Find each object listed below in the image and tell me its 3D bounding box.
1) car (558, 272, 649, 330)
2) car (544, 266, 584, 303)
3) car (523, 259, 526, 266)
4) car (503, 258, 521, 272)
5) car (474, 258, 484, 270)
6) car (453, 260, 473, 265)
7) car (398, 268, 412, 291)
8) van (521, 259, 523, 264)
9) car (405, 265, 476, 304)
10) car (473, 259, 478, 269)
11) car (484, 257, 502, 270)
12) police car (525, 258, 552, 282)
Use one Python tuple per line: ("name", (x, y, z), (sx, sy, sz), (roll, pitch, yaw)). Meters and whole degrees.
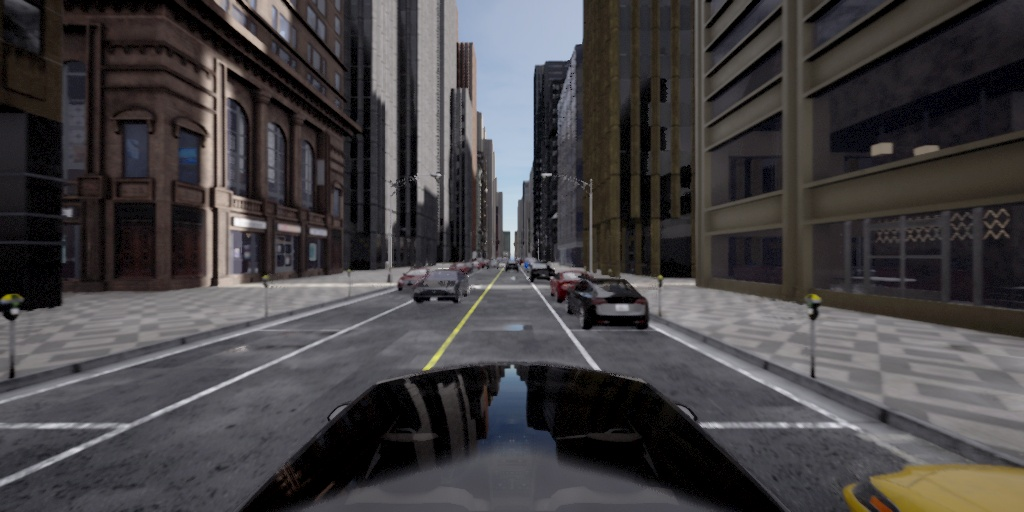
("car", (2.763, 1.337, 11.063), (1.948, 1.339, 4.313), (0, 0, 0))
("car", (2.762, 1.330, 16.682), (1.888, 1.381, 4.507), (0, 0, 0))
("car", (2.762, 1.401, 44.775), (2.007, 1.370, 4.403), (0, 0, 0))
("car", (0.009, 1.369, 49.466), (1.837, 1.490, 4.892), (0, 0, 0))
("car", (-5.763, 1.461, 55.995), (1.802, 1.307, 4.207), (0, 0, 0))
("car", (-5.763, 1.382, 39.140), (1.888, 1.381, 4.507), (0, 0, 0))
("car", (-5.763, 1.380, 22.285), (1.802, 1.307, 4.207), (0, 0, 0))
("van", (2.762, 1.220, 56.013), (1.690, 1.789, 3.998), (0, 0, 0))
("car", (-3.100, 1.332, 16.805), (2.033, 1.411, 5.357), (0, 0, 0))
("car", (-5.763, 1.417, 44.759), (1.948, 1.339, 4.313), (0, 0, 0))
("car", (-3.054, 1.389, 57.795), (1.837, 1.490, 4.892), (0, 0, 1))
("police car", (2.367, 1.240, 29.472), (1.930, 1.638, 5.238), (0, 0, 0))
